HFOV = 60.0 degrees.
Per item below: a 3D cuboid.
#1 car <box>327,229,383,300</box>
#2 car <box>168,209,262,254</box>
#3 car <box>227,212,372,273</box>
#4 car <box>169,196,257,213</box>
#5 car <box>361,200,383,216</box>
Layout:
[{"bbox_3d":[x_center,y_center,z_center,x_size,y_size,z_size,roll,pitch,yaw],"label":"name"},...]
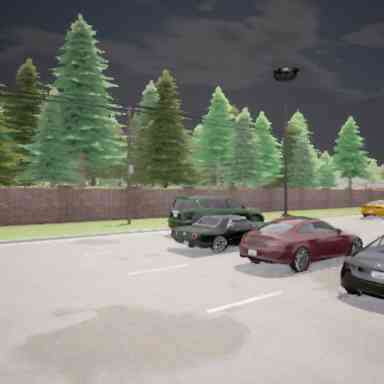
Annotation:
[{"bbox_3d":[5.202,1.550,7.457,4.181,1.385,1.994,0,0,-35],"label":"car"},{"bbox_3d":[1.595,1.586,13.481,4.718,1.301,1.895,0,0,-35],"label":"car"},{"bbox_3d":[3.551,1.511,10.595,4.674,1.442,1.812,0,0,-36],"label":"car"},{"bbox_3d":[1.381,1.203,17.629,5.566,2.045,2.150,0,0,-36],"label":"car"},{"bbox_3d":[16.416,1.428,28.353,5.008,1.535,1.882,0,0,-36],"label":"car"}]
